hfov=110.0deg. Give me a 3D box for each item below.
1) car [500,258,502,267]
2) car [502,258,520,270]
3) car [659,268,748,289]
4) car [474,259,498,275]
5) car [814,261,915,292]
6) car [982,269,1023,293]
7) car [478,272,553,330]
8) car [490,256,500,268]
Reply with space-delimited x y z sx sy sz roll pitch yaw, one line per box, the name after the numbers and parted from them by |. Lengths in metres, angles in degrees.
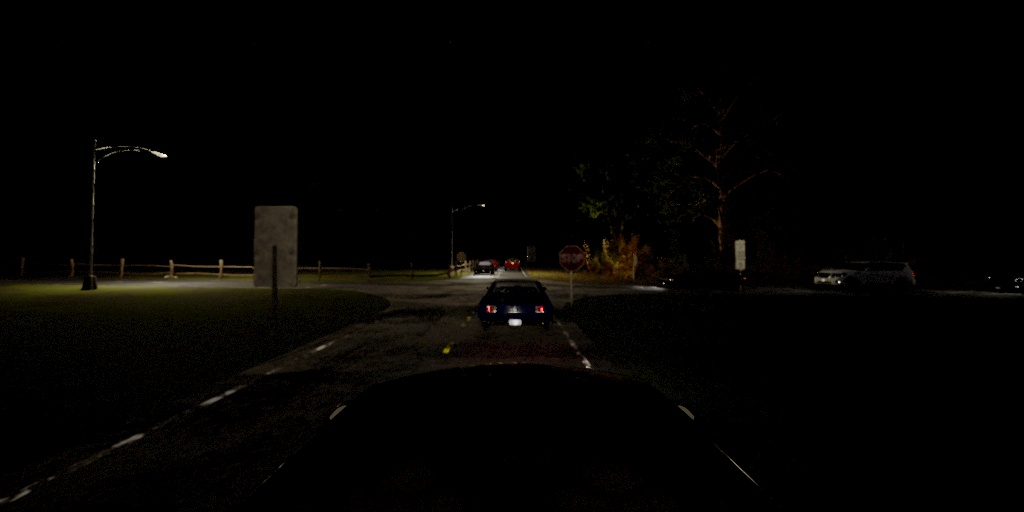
-2.855 1.293 56.689 1.895 1.301 4.718 0 0 0 | car
0.078 1.047 50.082 2.097 1.767 4.553 0 0 0 | car
12.971 1.499 24.429 5.357 1.411 2.033 1 -1 -2 | car
-2.861 1.267 37.948 1.994 1.385 4.181 0 0 0 | car
24.057 1.340 24.539 5.566 2.045 2.150 1 -1 0 | car
35.547 1.641 24.604 4.553 1.767 2.097 1 -1 0 | car
0.149 1.336 11.047 1.895 1.301 4.718 0 0 2 | car
-2.858 1.175 46.671 1.882 1.535 5.008 0 0 0 | car
